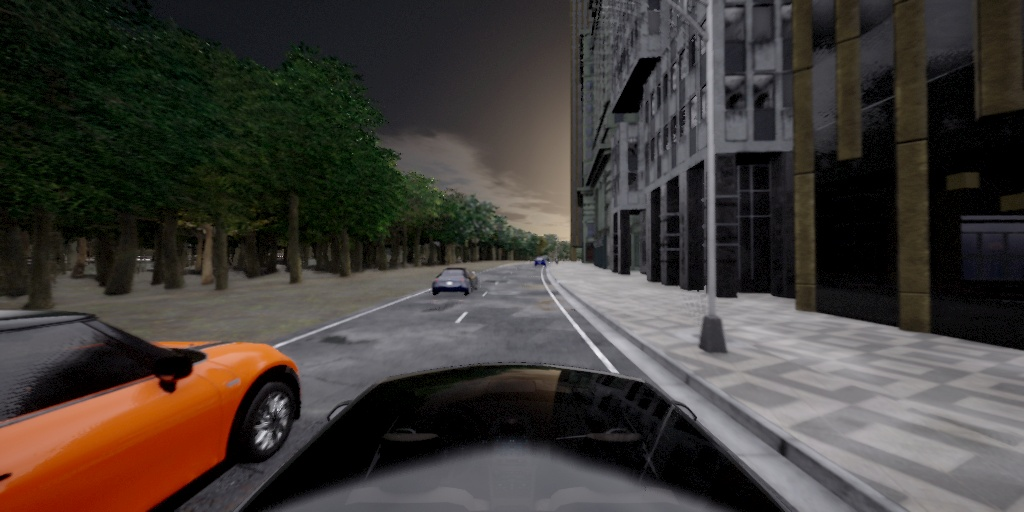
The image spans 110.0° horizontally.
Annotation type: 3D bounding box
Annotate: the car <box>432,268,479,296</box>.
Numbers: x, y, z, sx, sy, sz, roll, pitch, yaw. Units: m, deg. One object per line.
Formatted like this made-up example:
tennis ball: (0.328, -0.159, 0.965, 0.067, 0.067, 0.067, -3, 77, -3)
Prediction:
car: (-3.019, 1.325, 19.717, 1.994, 1.385, 4.181, 0, 0, 2)

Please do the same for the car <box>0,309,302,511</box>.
car: (-3.368, 1.097, 2.109, 2.097, 1.767, 4.553, 0, 0, 0)

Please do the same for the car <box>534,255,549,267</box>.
car: (4.727, 0.981, 59.737, 1.882, 1.535, 5.008, 0, 1, 7)
